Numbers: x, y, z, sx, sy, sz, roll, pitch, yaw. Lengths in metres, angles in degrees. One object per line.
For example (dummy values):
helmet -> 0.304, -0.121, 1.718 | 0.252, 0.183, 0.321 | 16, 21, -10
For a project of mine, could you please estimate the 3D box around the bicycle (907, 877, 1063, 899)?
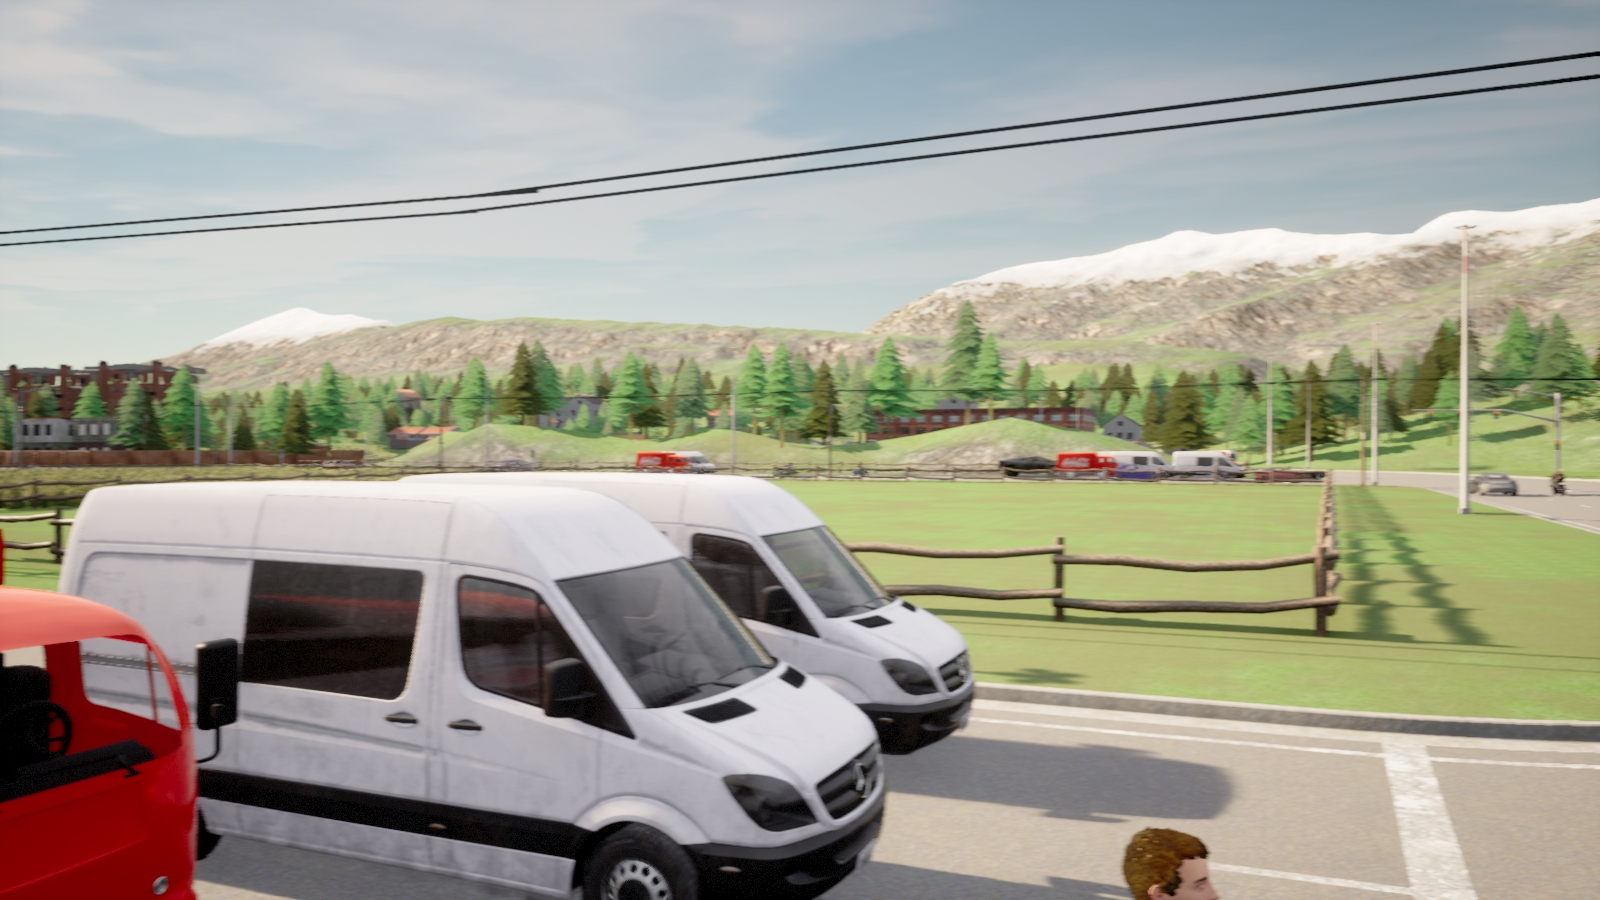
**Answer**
bicycle -> 1.055, 2.052, 2.968 | 1.643, 1.496, 0.373 | 1, 0, 24

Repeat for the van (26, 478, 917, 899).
van -> -2.329, 1.527, 7.844 | 5.915, 2.561, 1.988 | 0, 0, 22

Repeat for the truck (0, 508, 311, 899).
truck -> -5.281, 1.560, 5.313 | 5.204, 2.467, 2.627 | 0, 0, 22

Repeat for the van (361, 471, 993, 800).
van -> -1.256, 1.523, 11.187 | 5.915, 2.561, 1.988 | 0, 0, 22
